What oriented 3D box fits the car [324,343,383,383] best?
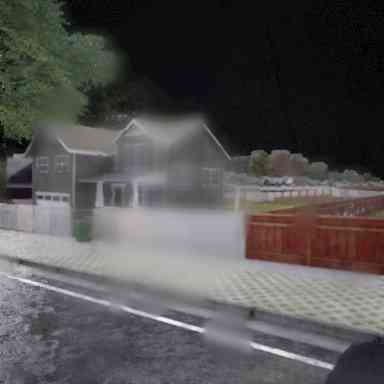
[{"bbox_3d":[3.225,1.535,1.261,5.357,1.411,2.033,0,0,36],"label":"car"}]
